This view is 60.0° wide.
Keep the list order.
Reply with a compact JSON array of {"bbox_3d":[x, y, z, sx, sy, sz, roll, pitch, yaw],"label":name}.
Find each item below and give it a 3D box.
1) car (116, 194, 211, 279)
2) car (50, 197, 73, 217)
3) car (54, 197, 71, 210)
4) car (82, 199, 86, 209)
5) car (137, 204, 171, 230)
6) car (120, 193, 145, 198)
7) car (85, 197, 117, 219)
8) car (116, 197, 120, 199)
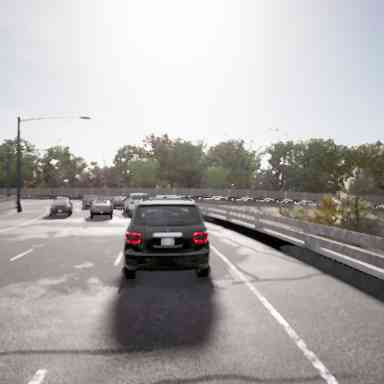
[{"bbox_3d":[-0.785,1.204,10.160,2.150,2.045,5.566,0,0,-5],"label":"car"},{"bbox_3d":[-12.197,1.478,31.181,1.812,1.442,4.674,0,0,-17],"label":"car"},{"bbox_3d":[-16.784,1.438,42.912,1.837,1.490,4.892,0,0,-24],"label":"car"},{"bbox_3d":[-13.359,1.531,43.842,1.895,1.301,4.718,0,0,-24],"label":"car"},{"bbox_3d":[-2.635,1.563,21.968,1.895,1.301,4.718,0,0,-11],"label":"car"},{"bbox_3d":[-5.538,1.164,33.313,2.150,2.045,5.566,0,0,-18],"label":"car"},{"bbox_3d":[-7.873,1.445,28.941,2.128,1.511,4.902,0,0,-16],"label":"car"},{"bbox_3d":[-9.963,1.417,44.787,2.128,1.511,4.902,0,0,-24],"label":"car"}]
